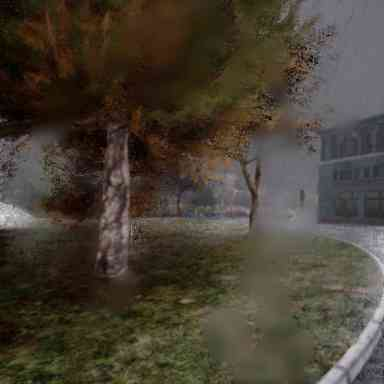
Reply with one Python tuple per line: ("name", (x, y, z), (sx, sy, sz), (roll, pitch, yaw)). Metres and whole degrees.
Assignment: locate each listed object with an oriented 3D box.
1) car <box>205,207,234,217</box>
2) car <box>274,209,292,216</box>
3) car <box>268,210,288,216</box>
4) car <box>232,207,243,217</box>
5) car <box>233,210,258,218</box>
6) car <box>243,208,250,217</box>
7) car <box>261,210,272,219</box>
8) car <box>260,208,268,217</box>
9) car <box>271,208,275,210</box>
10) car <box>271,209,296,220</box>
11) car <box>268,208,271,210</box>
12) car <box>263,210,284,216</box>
("car", (5.047, 4.120, 64.615), (4.892, 1.521, 2.231), (1, -3, 16))
("car", (24.748, 5.559, 90.675), (4.553, 1.767, 2.185), (0, -2, 18))
("car", (22.935, 5.585, 88.323), (5.008, 1.535, 2.097), (0, -2, 18))
("car", (6.767, 4.040, 67.036), (5.566, 2.045, 2.435), (1, -3, 16))
("car", (11.895, 4.797, 74.224), (5.366, 1.575, 1.946), (1, -3, 17))
("car", (8.580, 4.214, 69.423), (5.566, 2.045, 2.435), (1, -3, 16))
("car", (15.378, 4.518, 62.467), (1.895, 1.301, 4.718), (0, -3, 36))
("car", (13.897, 4.708, 76.564), (5.566, 2.045, 2.435), (0, -3, 17))
("car", (17.431, 5.269, 81.290), (4.792, 1.488, 2.163), (0, -2, 17))
("car", (16.348, 4.301, 58.973), (1.837, 1.490, 4.892), (0, -3, 35))
("car", (15.689, 4.979, 78.921), (4.553, 1.767, 2.185), (0, -3, 17))
("car", (21.094, 5.482, 85.995), (4.892, 1.521, 2.231), (0, -3, 18))
